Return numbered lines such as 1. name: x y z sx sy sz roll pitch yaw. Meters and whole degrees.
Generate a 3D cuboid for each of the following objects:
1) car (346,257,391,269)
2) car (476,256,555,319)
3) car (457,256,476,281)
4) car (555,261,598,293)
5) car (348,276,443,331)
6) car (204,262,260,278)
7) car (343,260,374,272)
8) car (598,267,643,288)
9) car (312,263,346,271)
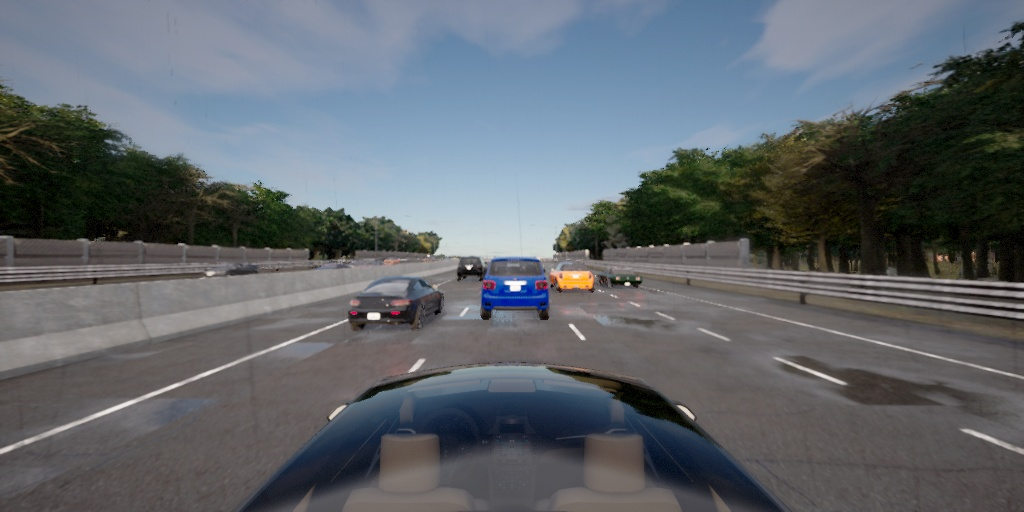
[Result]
1. car: -14.094 1.174 35.440 2.097 1.767 4.553 0 0 0
2. car: 0.100 1.030 13.155 2.150 2.045 5.566 0 0 0
3. car: -3.400 1.046 31.049 2.150 2.045 5.566 0 0 0
4. car: 3.500 1.177 21.786 2.097 1.767 4.553 0 0 0
5. car: -3.400 1.327 11.129 1.812 1.442 4.674 0 0 0
6. car: -24.593 1.314 31.675 2.128 1.511 4.902 0 0 0
7. car: -21.075 1.285 49.383 2.128 1.511 4.902 0 0 0
8. car: 7.093 1.425 24.204 1.895 1.301 4.718 0 0 0
9. car: -17.598 1.370 35.350 2.033 1.411 5.357 0 0 0
